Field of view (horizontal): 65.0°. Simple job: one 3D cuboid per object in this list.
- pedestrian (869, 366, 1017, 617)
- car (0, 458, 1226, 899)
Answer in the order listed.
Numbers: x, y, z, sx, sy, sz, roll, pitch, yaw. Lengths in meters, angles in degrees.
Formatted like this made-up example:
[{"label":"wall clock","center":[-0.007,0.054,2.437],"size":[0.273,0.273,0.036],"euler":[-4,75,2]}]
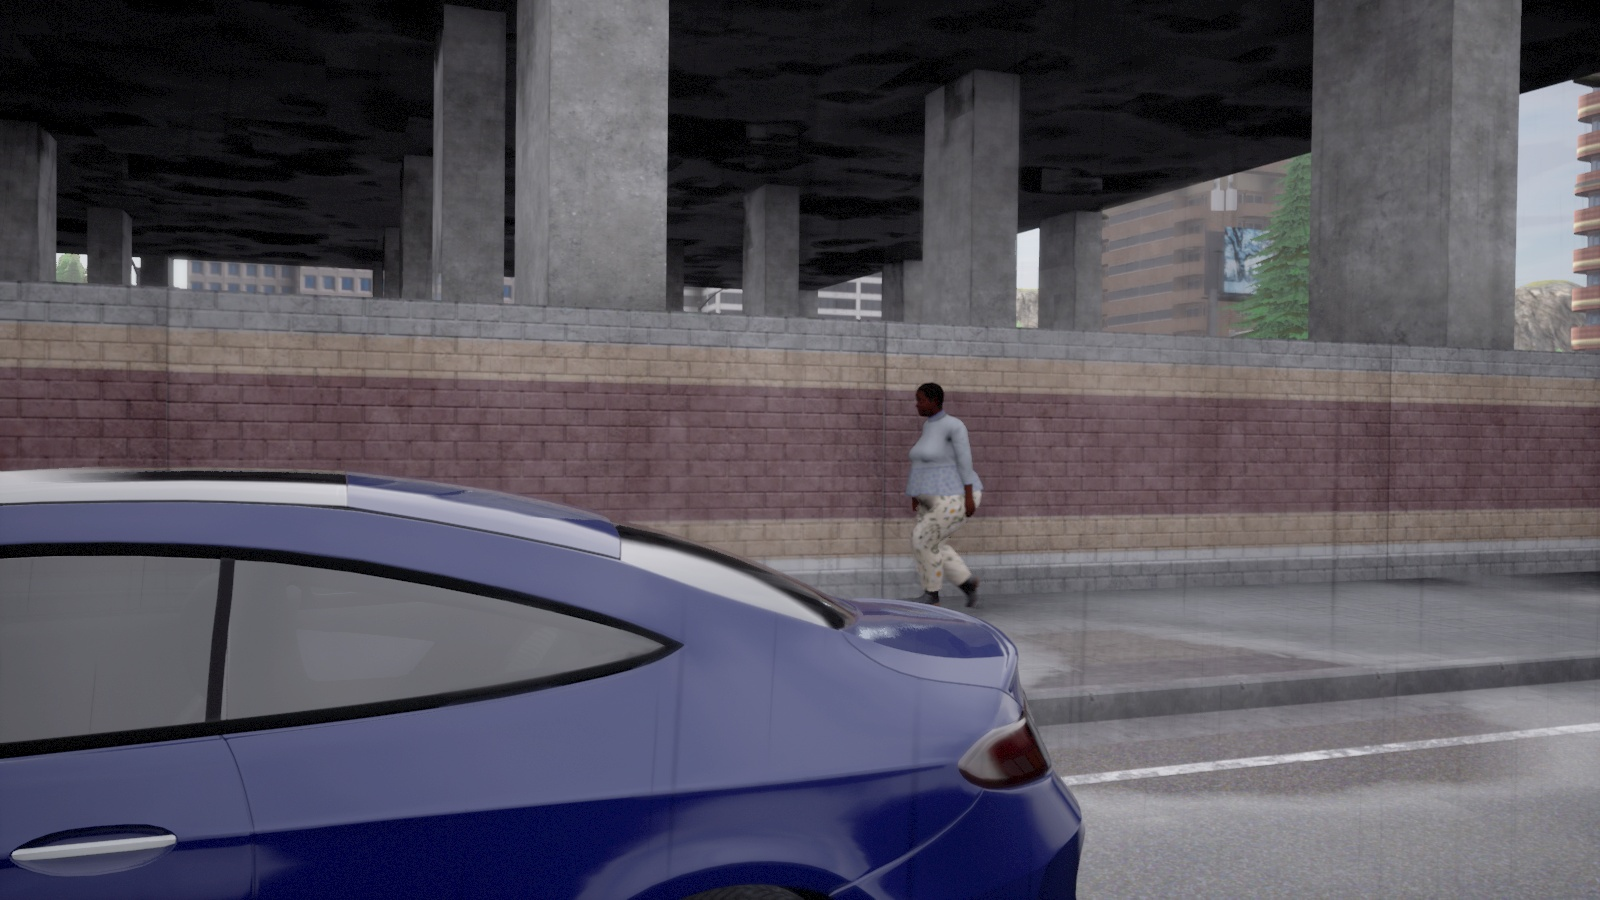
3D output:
[{"label":"pedestrian","center":[1.100,0.296,9.823],"size":[0.900,1.855,0.874],"euler":[-1,1,-13]},{"label":"car","center":[-1.620,0.799,2.622],"size":[4.674,1.442,1.812],"euler":[-1,1,-21]}]
